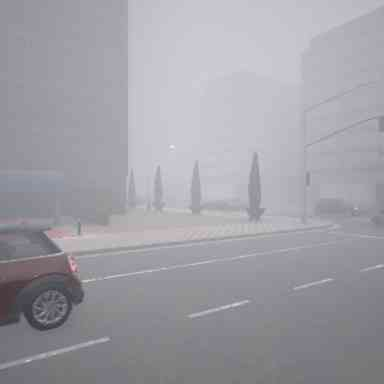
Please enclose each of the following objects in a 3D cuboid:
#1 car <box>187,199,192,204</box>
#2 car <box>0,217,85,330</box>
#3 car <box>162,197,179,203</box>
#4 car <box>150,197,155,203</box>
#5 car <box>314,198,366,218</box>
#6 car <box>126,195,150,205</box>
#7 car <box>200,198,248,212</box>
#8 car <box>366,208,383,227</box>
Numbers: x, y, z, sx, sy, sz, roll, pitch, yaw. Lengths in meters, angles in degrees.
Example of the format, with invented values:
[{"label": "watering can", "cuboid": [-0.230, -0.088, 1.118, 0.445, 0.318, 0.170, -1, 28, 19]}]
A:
[{"label": "car", "cuboid": [0.895, 1.564, 61.402, 1.994, 1.385, 4.181, 0, 0, -34]}, {"label": "car", "cuboid": [-4.203, 1.352, 5.292, 4.553, 1.767, 2.097, 0, 0, -35]}, {"label": "car", "cuboid": [-4.763, 1.600, 69.567, 1.895, 1.301, 4.718, 0, 0, -34]}, {"label": "car", "cuboid": [-8.349, 1.548, 62.218, 2.033, 1.411, 5.357, 0, 0, -34]}, {"label": "car", "cuboid": [13.627, 1.352, 30.609, 2.097, 1.767, 4.553, 0, 0, -35]}, {"label": "car", "cuboid": [-9.707, 1.351, 57.999, 2.097, 1.767, 4.553, 0, 0, -34]}, {"label": "car", "cuboid": [3.622, 1.547, 38.822, 2.033, 1.411, 5.357, 0, 0, -35]}, {"label": "car", "cuboid": [12.885, 1.601, 20.272, 1.895, 1.301, 4.718, 0, 0, 2]}]
